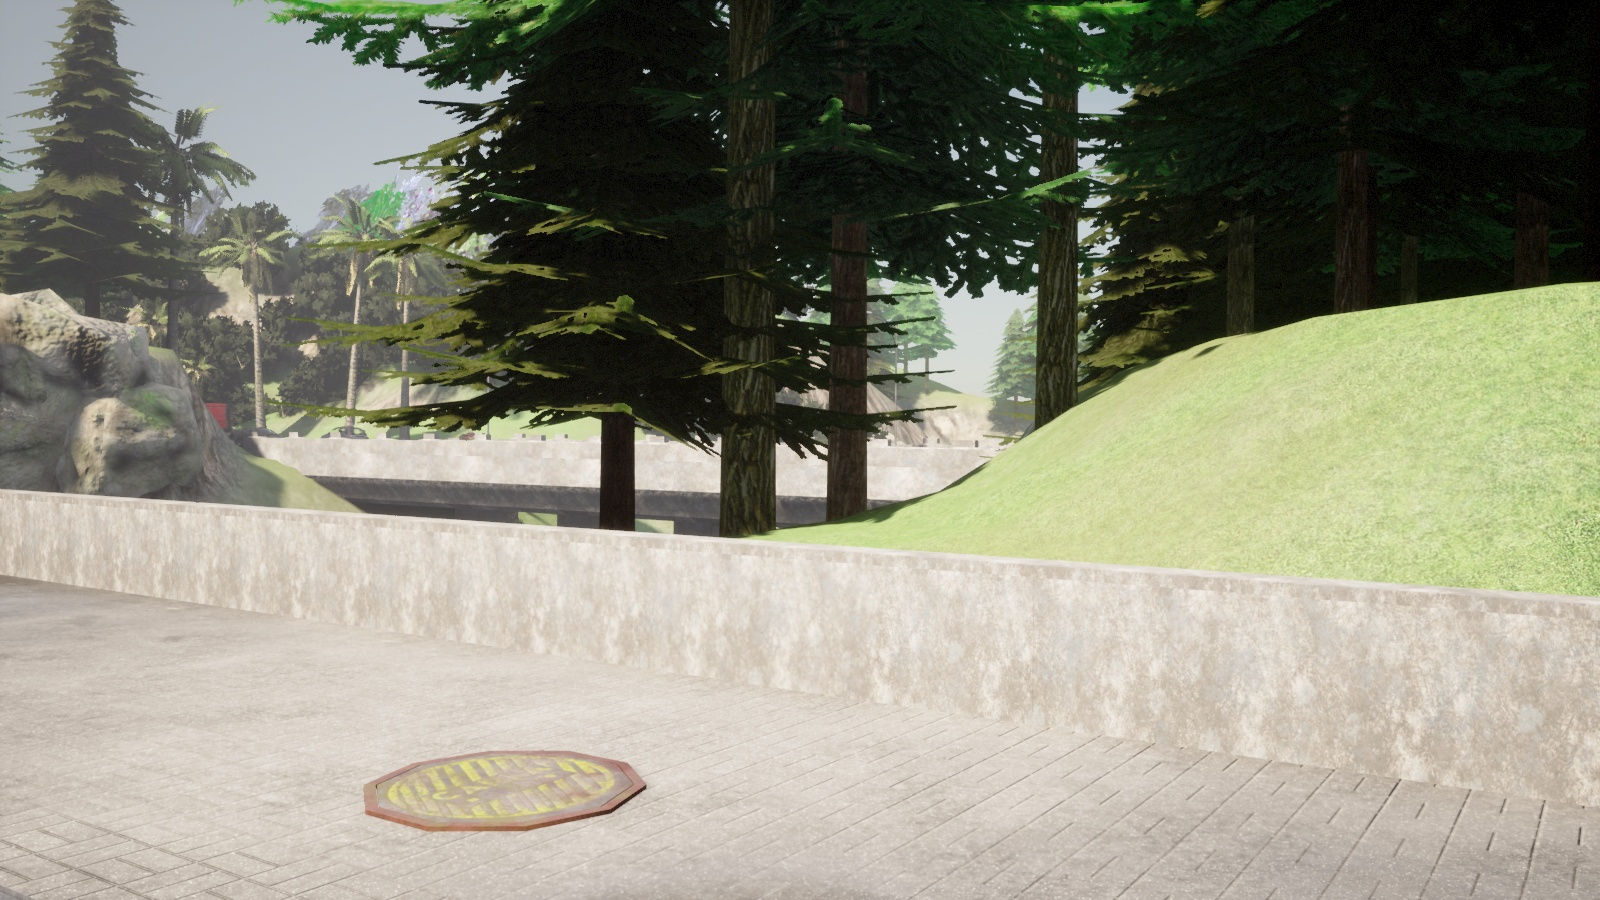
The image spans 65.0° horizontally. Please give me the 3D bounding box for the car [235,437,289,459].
[{"bbox_3d":[-38.116,-0.125,88.937,3.633,1.501,1.845,0,1,34],"label":"car"}]

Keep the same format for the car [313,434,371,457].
[{"bbox_3d":[-32.947,-0.307,90.309,3.988,1.617,1.851,0,1,34],"label":"car"}]
